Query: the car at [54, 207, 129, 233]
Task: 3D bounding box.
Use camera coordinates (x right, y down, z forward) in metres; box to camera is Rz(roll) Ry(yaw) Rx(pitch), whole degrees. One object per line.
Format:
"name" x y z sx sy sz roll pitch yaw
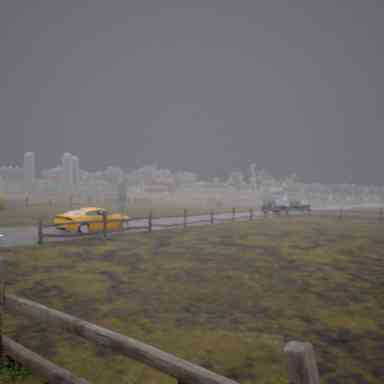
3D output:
"car" -6.222 1.729 21.178 1.882 1.535 5.008 2 0 36

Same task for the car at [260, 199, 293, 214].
"car" 11.306 1.980 45.332 2.150 2.045 5.566 2 0 36

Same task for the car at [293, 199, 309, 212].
"car" 17.362 2.166 53.780 2.150 2.045 5.566 2 0 36
